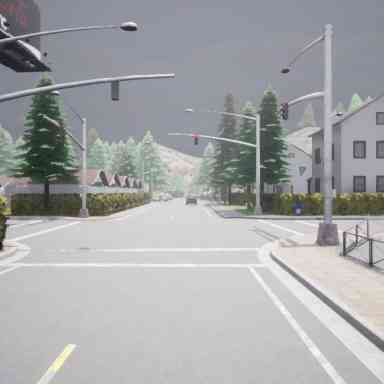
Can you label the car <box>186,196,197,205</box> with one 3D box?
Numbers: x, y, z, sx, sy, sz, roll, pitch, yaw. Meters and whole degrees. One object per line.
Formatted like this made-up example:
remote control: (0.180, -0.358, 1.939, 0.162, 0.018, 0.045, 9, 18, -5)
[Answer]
car: (-0.089, 1.505, 59.293, 1.837, 1.490, 4.892, 0, 0, 0)
